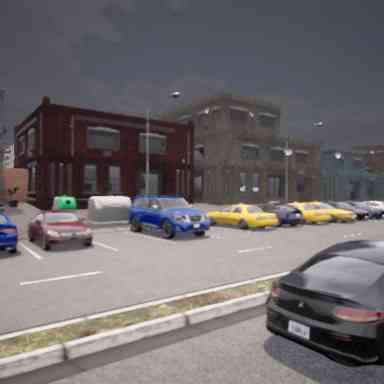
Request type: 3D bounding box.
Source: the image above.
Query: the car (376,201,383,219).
[{"bbox_3d":[14.225,1.534,29.117,2.163,1.488,4.792,0,0,-36],"label":"car"}]

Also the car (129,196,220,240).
[{"bbox_3d":[-1.391,1.229,17.770,2.435,2.045,5.566,0,0,-36],"label":"car"}]

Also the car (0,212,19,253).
[{"bbox_3d":[-8.092,1.489,12.921,2.097,1.535,5.008,0,0,-36],"label":"car"}]

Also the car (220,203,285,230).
[{"bbox_3d":[2.940,1.478,21.187,1.946,1.575,5.366,0,0,-36],"label":"car"}]

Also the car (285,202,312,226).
[{"bbox_3d":[5.262,1.513,22.684,2.163,1.488,4.792,0,0,-36],"label":"car"}]

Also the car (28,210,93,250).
[{"bbox_3d":[-5.867,1.525,14.550,2.002,1.452,4.674,0,0,-36],"label":"car"}]

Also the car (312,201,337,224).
[{"bbox_3d":[7.399,1.483,24.433,1.946,1.575,5.366,0,0,-36],"label":"car"}]

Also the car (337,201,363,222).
[{"bbox_3d":[9.853,1.489,25.755,1.946,1.575,5.366,0,0,-36],"label":"car"}]

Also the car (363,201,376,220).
[{"bbox_3d":[11.994,1.527,27.500,2.163,1.488,4.792,0,0,-36],"label":"car"}]

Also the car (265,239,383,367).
[{"bbox_3d":[3.178,1.524,5.436,4.674,1.442,1.812,0,0,-36],"label":"car"}]
